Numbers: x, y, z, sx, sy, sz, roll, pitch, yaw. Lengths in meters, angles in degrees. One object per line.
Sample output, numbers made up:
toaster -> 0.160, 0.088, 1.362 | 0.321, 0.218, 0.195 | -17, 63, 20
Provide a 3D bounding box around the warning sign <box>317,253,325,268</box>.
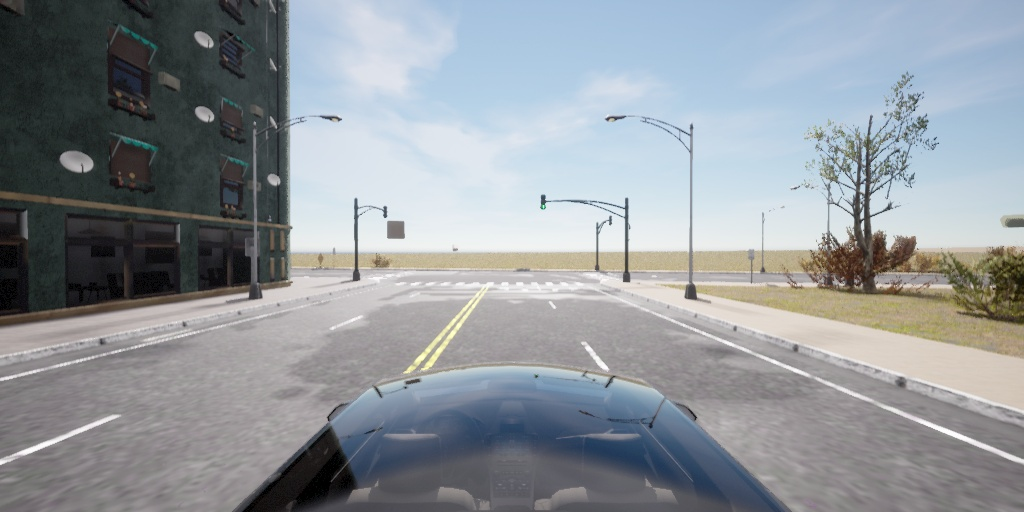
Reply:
warning sign -> -23.468, 0.561, 43.935 | 1.060, 1.860, 1.300 | 0, 0, 1
